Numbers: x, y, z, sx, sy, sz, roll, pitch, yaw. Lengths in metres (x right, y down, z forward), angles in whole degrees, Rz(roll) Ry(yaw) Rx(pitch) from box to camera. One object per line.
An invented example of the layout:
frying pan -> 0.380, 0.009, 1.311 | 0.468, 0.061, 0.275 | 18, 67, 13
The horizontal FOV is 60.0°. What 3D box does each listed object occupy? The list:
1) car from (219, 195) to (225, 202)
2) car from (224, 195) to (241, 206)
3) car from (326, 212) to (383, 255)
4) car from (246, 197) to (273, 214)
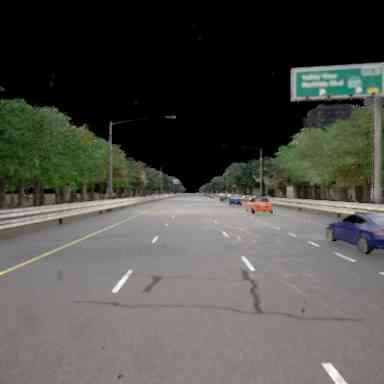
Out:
car -> 7.070, 1.481, 73.772 | 1.837, 1.490, 4.892 | 0, 0, 0
car -> 7.050, 1.476, 55.895 | 1.882, 1.535, 5.008 | 0, 0, 0
car -> 7.007, 1.529, 13.186 | 1.812, 1.442, 4.674 | 0, 0, 0
car -> 7.031, 1.339, 35.220 | 2.097, 1.767, 4.553 | 0, 0, 0
